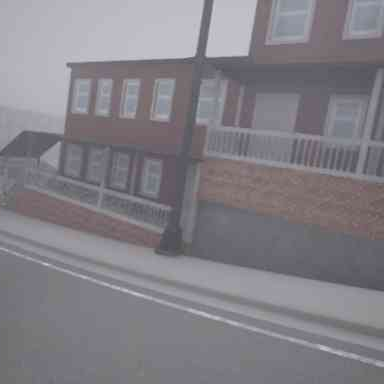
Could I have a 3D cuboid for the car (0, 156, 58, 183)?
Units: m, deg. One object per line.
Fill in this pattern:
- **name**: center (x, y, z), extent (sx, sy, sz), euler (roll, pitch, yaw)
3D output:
- **car**: center (-13.332, -1.889, 28.045), extent (2.150, 2.045, 5.566), euler (14, 8, 37)
